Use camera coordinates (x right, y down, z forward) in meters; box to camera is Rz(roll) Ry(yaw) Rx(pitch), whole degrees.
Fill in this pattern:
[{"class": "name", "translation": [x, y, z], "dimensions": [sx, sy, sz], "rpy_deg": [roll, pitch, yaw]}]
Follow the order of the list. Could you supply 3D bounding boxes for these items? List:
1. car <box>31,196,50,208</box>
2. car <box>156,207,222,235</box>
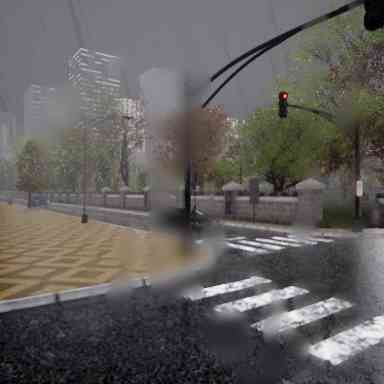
[{"class": "car", "translation": [-23.947, 1.430, 52.510], "dimensions": [2.097, 1.767, 4.553], "rpy_deg": [0, 0, -34]}, {"class": "car", "translation": [-0.334, 1.554, 18.154], "dimensions": [1.812, 1.442, 4.674], "rpy_deg": [0, 0, -34]}]
